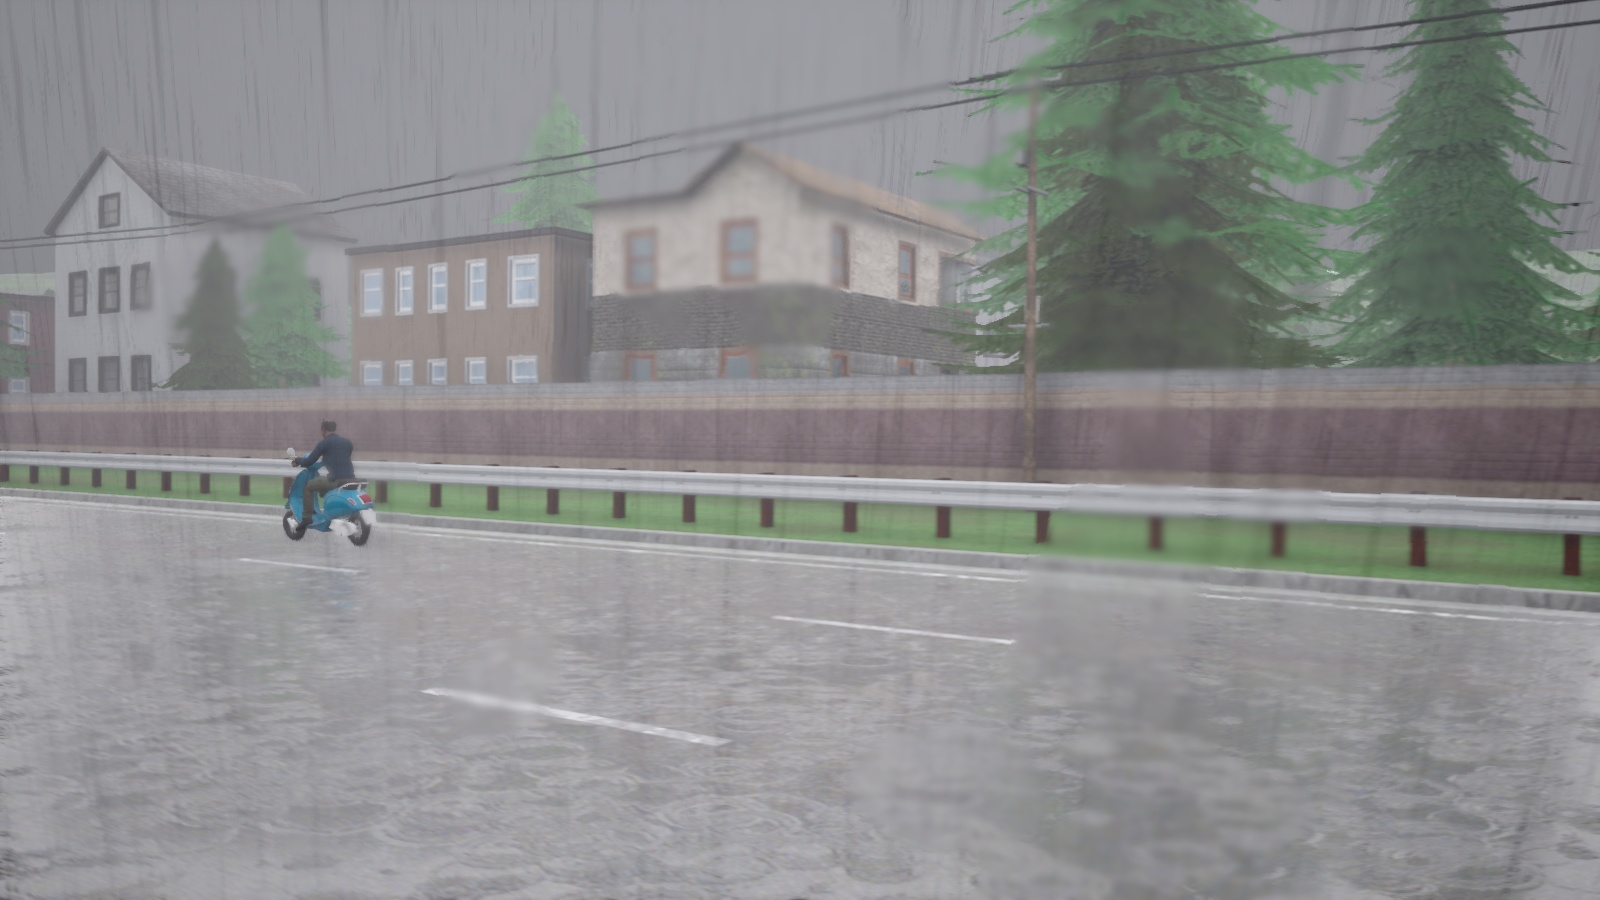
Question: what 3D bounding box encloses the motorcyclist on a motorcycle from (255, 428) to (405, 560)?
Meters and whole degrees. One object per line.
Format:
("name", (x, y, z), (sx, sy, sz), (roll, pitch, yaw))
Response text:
("motorcyclist on a motorcycle", (-6.002, 0.521, 16.014), (1.817, 1.590, 0.866), (0, 1, 34))
